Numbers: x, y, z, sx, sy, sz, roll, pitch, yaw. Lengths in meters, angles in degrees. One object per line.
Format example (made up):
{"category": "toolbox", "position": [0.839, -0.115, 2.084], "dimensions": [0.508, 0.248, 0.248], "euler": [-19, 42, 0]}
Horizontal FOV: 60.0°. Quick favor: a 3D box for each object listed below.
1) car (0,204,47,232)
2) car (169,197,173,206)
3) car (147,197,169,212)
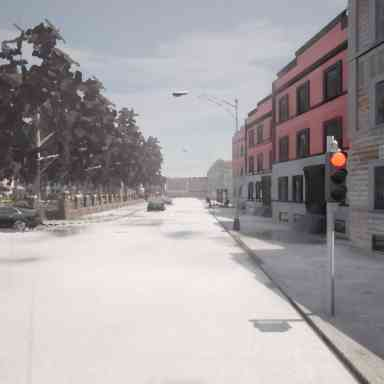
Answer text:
{"category": "car", "position": [-11.069, 1.506, 19.295], "dimensions": [4.892, 1.490, 1.837], "euler": [0, 3, -4]}
{"category": "car", "position": [-4.099, 1.547, 54.002], "dimensions": [2.033, 1.411, 5.357], "euler": [0, 0, 0]}
{"category": "car", "position": [-4.106, 1.478, 39.382], "dimensions": [1.882, 1.535, 5.008], "euler": [0, 0, 0]}
